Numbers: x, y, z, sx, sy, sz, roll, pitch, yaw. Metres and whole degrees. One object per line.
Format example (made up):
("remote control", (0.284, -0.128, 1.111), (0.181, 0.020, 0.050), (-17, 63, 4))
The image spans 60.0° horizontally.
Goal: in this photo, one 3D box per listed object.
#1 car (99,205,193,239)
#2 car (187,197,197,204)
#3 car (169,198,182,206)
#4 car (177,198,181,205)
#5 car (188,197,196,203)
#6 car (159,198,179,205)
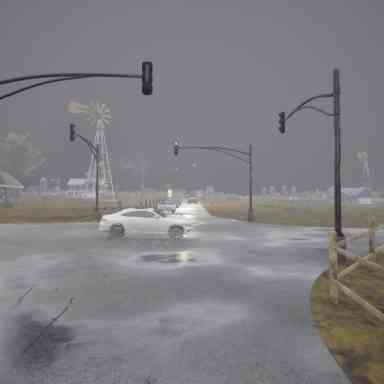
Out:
("car", (-2.274, 1.527, 16.748), (4.674, 1.442, 1.812), (1, 0, 0))
("car", (0.057, 1.788, 69.151), (1.812, 1.442, 4.674), (0, 0, 0))
("car", (-2.843, 1.745, 59.146), (2.033, 1.411, 5.357), (0, 0, 0))
("car", (-2.860, 1.643, 48.582), (1.837, 1.490, 4.892), (0, 0, 0))
("car", (-0.041, 1.860, 79.163), (1.812, 1.442, 4.674), (0, 0, 0))
("car", (-2.865, 1.690, 38.199), (1.895, 1.301, 4.718), (0, 0, 0))
